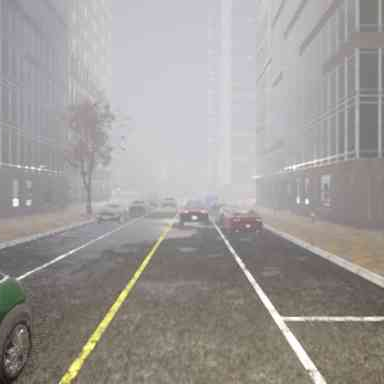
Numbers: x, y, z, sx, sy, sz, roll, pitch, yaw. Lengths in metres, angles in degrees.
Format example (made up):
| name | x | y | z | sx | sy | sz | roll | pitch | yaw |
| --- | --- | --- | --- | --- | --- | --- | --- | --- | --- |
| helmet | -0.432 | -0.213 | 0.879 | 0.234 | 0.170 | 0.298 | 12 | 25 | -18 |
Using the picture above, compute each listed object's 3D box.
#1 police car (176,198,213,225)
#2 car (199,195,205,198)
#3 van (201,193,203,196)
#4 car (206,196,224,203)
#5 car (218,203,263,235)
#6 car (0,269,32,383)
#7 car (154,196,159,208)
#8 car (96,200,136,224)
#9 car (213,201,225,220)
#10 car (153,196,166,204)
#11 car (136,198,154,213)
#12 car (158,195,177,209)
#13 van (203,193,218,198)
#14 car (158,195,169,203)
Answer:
| name | x | y | z | sx | sy | sz | roll | pitch | yaw |
| --- | --- | --- | --- | --- | --- | --- | --- | --- | --- |
| police car | 0.160 | 1.464 | 23.694 | 2.038 | 1.542 | 4.974 | 0 | 0 | 0 |
| car | 0.203 | 1.476 | 41.322 | 1.994 | 1.385 | 4.181 | 0 | 0 | 0 |
| van | 2.920 | 1.158 | 58.301 | 1.690 | 1.788 | 3.998 | 0 | 0 | 0 |
| car | 2.779 | 1.484 | 35.501 | 2.008 | 1.369 | 4.403 | 0 | 0 | 0 |
| car | 2.736 | 1.514 | 18.402 | 1.887 | 1.381 | 4.507 | 0 | 0 | 0 |
| car | -3.093 | 1.348 | 2.329 | 2.097 | 1.767 | 4.553 | 0 | 0 | 0 |
| car | -5.572 | 1.452 | 46.926 | 1.947 | 1.339 | 4.313 | 0 | 0 | 0 |
| car | -5.630 | 1.512 | 24.121 | 2.008 | 1.369 | 4.403 | 0 | 0 | 0 |
| car | 2.750 | 1.542 | 24.100 | 1.802 | 1.307 | 4.206 | 0 | 0 | 0 |
| car | -5.623 | 1.384 | 58.322 | 1.947 | 1.339 | 4.313 | 0 | 0 | 0 |
| car | -5.602 | 1.479 | 35.522 | 1.887 | 1.381 | 4.507 | 0 | 0 | 0 |
| car | -2.979 | 1.377 | 44.180 | 1.882 | 1.535 | 5.008 | 0 | 0 | 0 |
| van | 2.810 | 1.226 | 46.905 | 1.690 | 1.788 | 3.998 | 0 | 0 | 0 |
| car | -5.653 | 1.299 | 65.556 | 1.752 | 1.417 | 4.829 | 0 | 0 | 0 |
